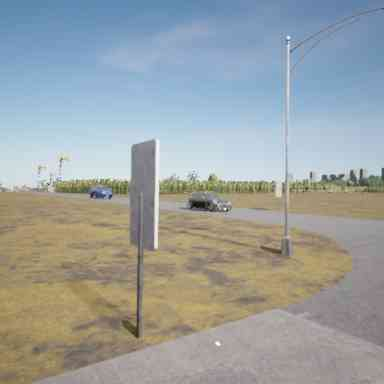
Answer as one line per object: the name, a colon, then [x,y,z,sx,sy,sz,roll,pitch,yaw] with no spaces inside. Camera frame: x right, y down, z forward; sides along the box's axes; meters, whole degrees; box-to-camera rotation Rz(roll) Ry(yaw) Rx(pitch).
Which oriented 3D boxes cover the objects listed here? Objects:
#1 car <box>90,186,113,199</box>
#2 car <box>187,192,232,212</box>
car: [-14.301,0.060,52.322,2.150,2.045,5.566,1,0,-35]
car: [1.499,0.803,29.689,2.097,1.767,4.553,1,0,-35]
